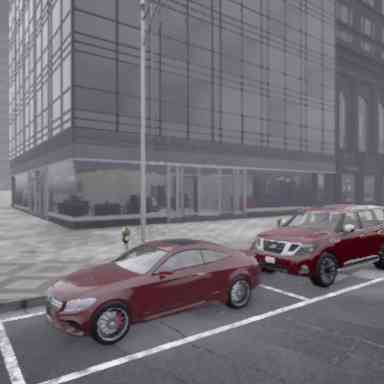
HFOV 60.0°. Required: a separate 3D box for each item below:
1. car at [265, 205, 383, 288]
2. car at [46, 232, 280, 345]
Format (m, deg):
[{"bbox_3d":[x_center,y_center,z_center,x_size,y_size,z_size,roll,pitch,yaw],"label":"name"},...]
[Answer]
[{"bbox_3d":[3.934,1.314,9.460,5.009,1.841,2.192,0,0,-36],"label":"car"},{"bbox_3d":[-0.483,1.582,6.308,4.206,1.307,1.802,0,0,-36],"label":"car"}]
